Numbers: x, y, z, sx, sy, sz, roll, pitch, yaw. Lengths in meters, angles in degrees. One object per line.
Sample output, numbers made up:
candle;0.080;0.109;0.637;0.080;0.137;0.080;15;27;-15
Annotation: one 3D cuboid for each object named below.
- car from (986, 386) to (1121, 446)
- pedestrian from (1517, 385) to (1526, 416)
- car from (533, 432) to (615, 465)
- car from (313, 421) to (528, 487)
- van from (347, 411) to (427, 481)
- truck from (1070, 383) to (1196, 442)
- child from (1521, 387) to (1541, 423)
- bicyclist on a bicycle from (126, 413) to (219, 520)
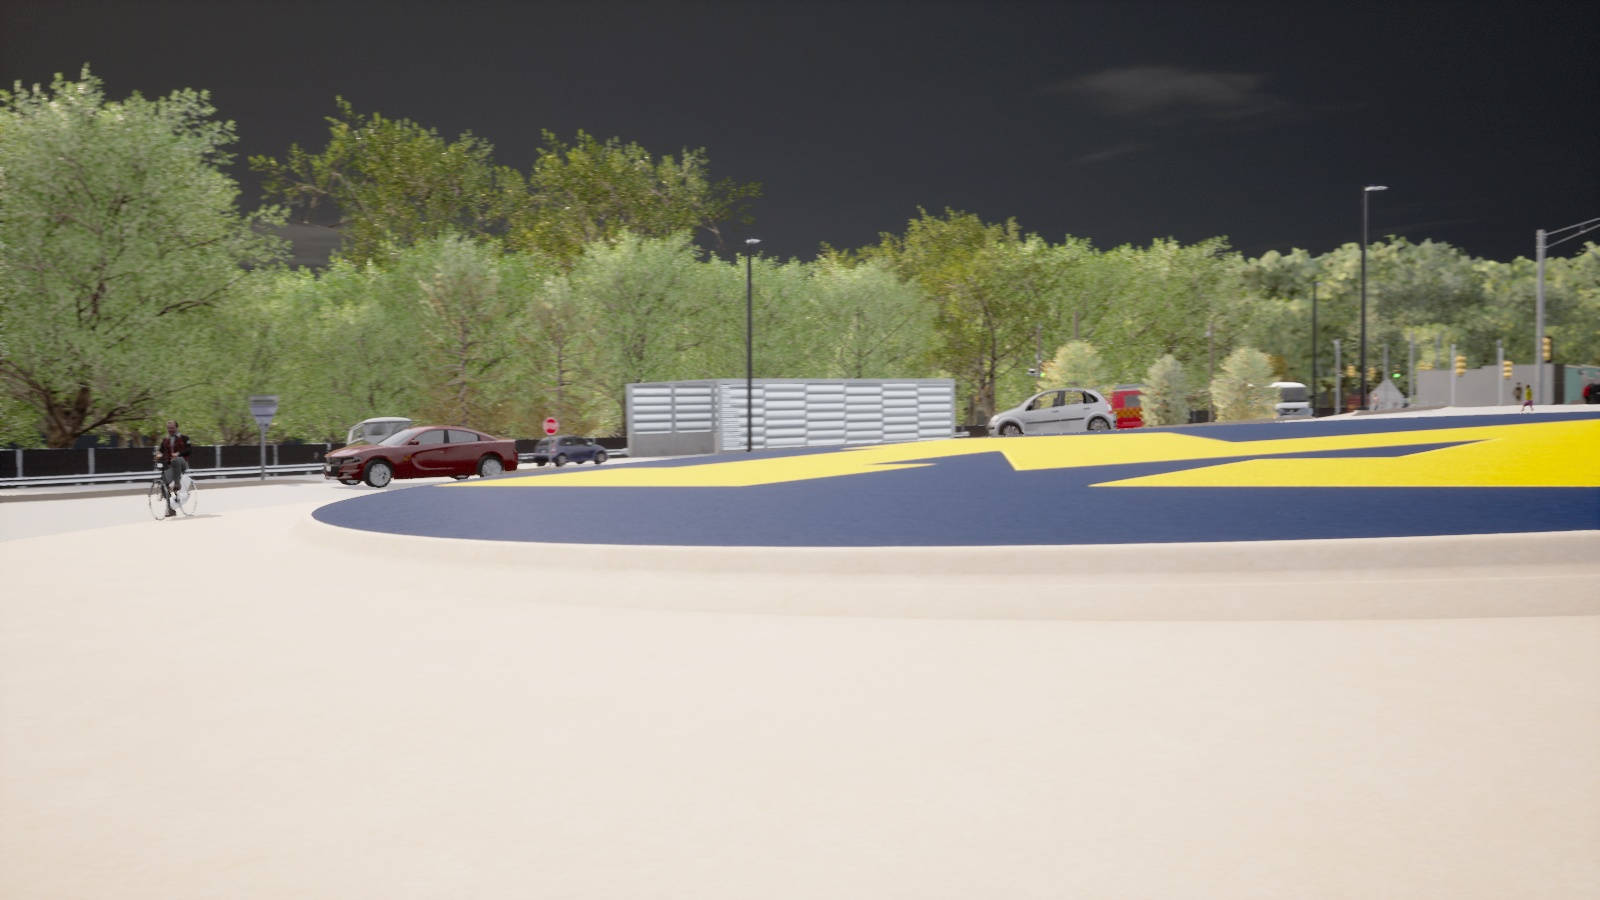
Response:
car;7.892;-1.057;39.415;3.988;1.617;1.851;-3;1;9
pedestrian;46.401;-3.175;80.783;0.396;1.930;0.692;1;1;39
car;-11.838;-0.108;65.859;1.851;1.617;3.988;1;3;38
car;-9.797;0.044;32.719;5.008;1.535;1.882;-2;2;-42
van;-13.426;-0.076;40.676;1.775;1.987;4.442;-3;-1;-26
truck;24.197;-2.650;91.279;8.468;3.827;2.891;-2;-1;23
child;24.176;-1.489;41.558;0.299;1.160;0.473;0;1;-22
bicyclist on a bicycle;-11.054;0.270;22.190;0.659;1.776;1.843;-4;1;-2
